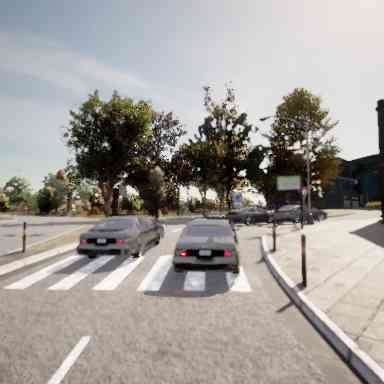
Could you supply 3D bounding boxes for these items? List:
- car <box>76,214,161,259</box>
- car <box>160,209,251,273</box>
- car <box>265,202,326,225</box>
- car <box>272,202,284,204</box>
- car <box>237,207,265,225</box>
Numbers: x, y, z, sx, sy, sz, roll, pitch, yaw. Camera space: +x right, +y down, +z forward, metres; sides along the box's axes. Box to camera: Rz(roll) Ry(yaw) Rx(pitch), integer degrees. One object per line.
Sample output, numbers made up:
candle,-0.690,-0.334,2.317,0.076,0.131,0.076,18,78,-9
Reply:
car,-2.430,1.540,12.592,2.033,1.411,5.357,-1,0,7
car,0.572,1.513,10.551,2.033,1.411,5.357,-1,0,6
car,8.404,1.740,25.840,4.902,1.511,2.128,-1,-5,-34
car,19.022,3.403,75.167,5.566,2.045,2.150,-3,-6,41
car,4.835,1.981,27.214,4.892,1.490,1.837,2,-6,-41
